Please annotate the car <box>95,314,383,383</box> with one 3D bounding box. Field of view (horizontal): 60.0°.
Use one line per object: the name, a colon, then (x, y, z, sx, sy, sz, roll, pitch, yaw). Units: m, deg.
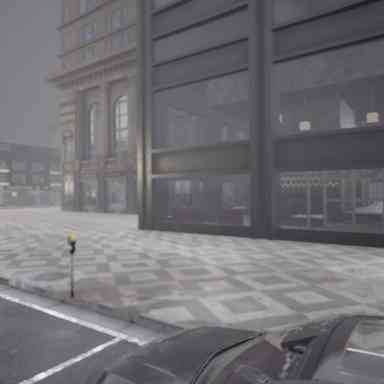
car: (1.147, 1.547, 2.041, 4.403, 1.369, 2.008, -1, 0, 35)
